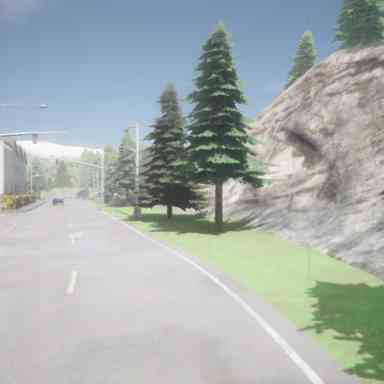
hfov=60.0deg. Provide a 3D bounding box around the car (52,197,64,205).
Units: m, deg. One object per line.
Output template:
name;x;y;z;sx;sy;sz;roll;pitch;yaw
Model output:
car;-23.341;1.529;57.986;1.895;1.301;4.718;0;0;-21
